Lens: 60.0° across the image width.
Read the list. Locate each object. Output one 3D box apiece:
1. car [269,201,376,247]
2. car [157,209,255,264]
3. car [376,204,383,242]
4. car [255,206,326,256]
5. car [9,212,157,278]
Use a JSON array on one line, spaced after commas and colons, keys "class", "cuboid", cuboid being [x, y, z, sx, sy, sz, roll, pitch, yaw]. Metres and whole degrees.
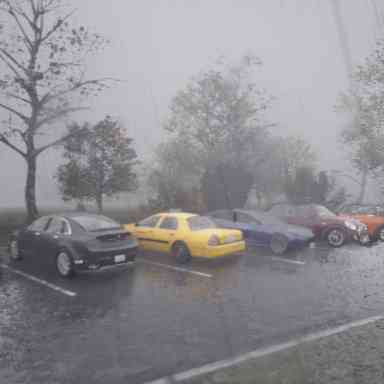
[{"class": "car", "cuboid": [5.237, 1.295, 14.719, 4.553, 1.767, 2.185, 1, 0, 40]}, {"class": "car", "cuboid": [-0.784, 1.355, 11.459, 5.366, 1.575, 1.946, 1, 0, 40]}, {"class": "car", "cuboid": [7.866, 1.322, 16.146, 4.553, 1.767, 2.185, 1, 0, 40]}, {"class": "car", "cuboid": [2.334, 1.420, 13.006, 4.792, 1.488, 2.163, 1, 0, 40]}, {"class": "car", "cuboid": [-3.586, 1.330, 9.660, 4.892, 1.521, 2.231, 1, 0, 40]}]
